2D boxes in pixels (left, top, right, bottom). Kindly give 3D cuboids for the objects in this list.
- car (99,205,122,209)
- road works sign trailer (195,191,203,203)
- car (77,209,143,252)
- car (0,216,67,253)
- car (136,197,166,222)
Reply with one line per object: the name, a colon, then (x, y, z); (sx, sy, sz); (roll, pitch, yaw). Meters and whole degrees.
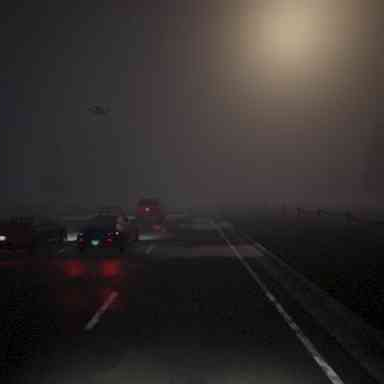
car: (-7.016, 1.819, 28.971); (2.033, 1.411, 5.357); (0, -1, 0)
road works sign trailer: (1.997, 1.336, 93.249); (2.380, 3.560, 2.880); (0, -1, 7)
car: (-3.507, 1.661, 14.368); (1.812, 1.442, 4.674); (0, 0, 0)
car: (-7.007, 1.699, 14.330); (1.994, 1.385, 4.181); (0, 0, 0)
car: (-3.517, 1.488, 28.979); (2.150, 2.045, 5.566); (0, 0, 0)
